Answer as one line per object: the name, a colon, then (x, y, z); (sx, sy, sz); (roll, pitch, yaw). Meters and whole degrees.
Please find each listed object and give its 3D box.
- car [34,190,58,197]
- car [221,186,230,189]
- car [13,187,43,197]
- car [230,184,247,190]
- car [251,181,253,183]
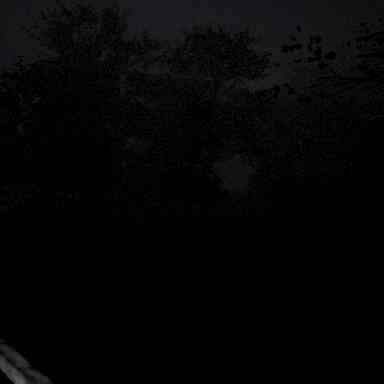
car: (-32.420, 0.276, 73.759); (4.892, 1.490, 1.837); (1, 0, 20)
car: (6.548, -1.106, 87.499); (5.366, 1.575, 1.946); (-3, 2, -24)
car: (-35.453, 0.018, 71.309); (5.566, 2.045, 2.150); (1, 0, 10)
car: (11.579, -1.399, 89.764); (5.366, 1.575, 1.946); (-3, 2, -24)
car: (16.858, -1.956, 92.135); (5.566, 2.045, 2.435); (-3, 2, -24)
